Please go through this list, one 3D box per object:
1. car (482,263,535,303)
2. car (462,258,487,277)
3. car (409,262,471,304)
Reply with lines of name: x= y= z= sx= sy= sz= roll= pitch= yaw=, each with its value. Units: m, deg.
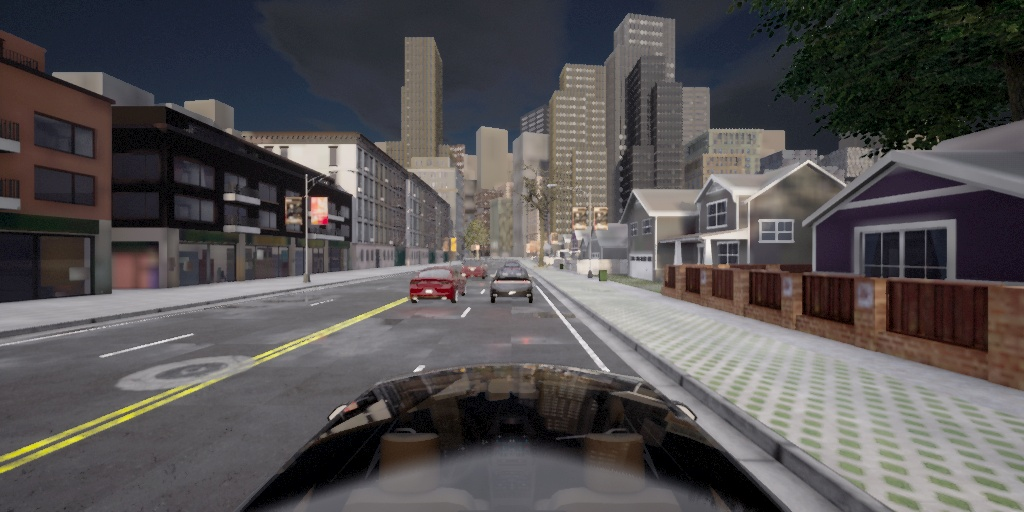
car: x=0.000 y=1.243 z=16.501 sx=2.128 sy=1.511 sz=4.902 roll=0 pitch=0 yaw=0
car: x=-3.250 y=1.117 z=31.471 sx=2.097 sy=1.767 sz=4.553 roll=0 pitch=0 yaw=0
car: x=-3.250 y=1.233 z=16.501 sx=1.882 sy=1.535 sz=5.008 roll=0 pitch=0 yaw=0
